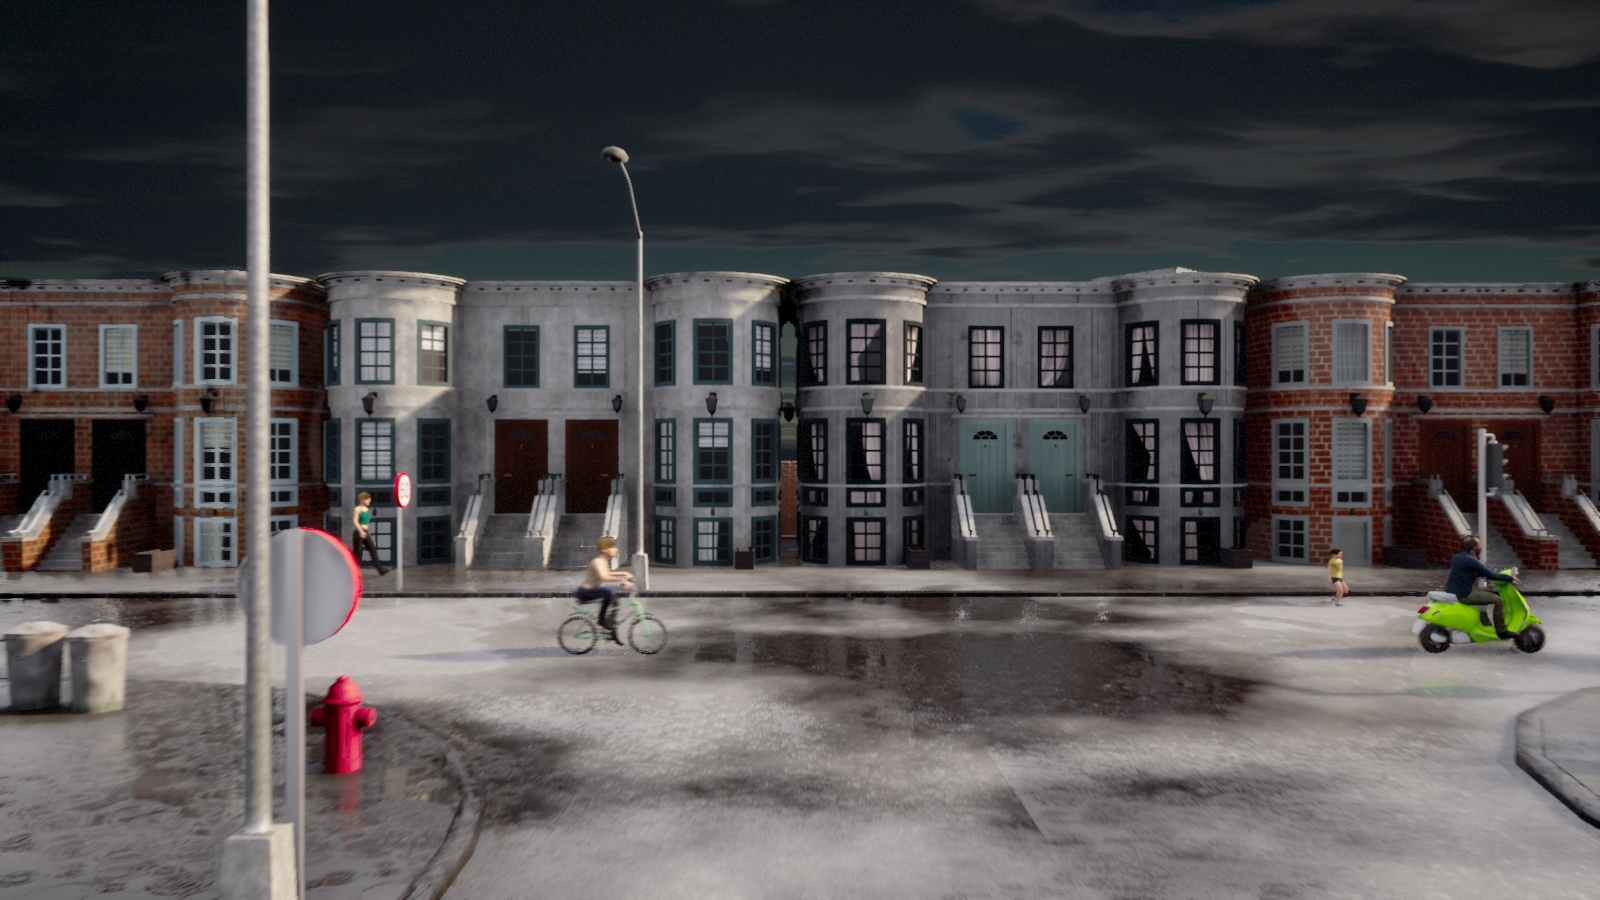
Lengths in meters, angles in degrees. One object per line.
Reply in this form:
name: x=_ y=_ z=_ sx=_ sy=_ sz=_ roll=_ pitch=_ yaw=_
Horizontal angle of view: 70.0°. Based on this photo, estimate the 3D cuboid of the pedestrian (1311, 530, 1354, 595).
pedestrian: x=9.580 y=2.009 z=20.544 sx=0.500 sy=1.100 sz=0.500 roll=0 pitch=0 yaw=-30

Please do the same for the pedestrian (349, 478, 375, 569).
pedestrian: x=-9.129 y=1.523 z=23.817 sx=0.375 sy=1.860 sz=0.375 roll=0 pitch=0 yaw=15
